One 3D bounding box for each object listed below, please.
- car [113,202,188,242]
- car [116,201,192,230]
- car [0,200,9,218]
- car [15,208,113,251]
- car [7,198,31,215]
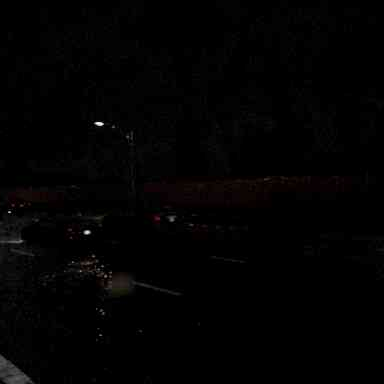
[{"bbox_3d":[-2.478,1.280,16.193,4.553,1.767,2.097,-1,1,42],"label":"car"},{"bbox_3d":[-2.497,1.373,20.889,5.008,1.535,1.882,-1,1,42],"label":"car"},{"bbox_3d":[-19.217,1.689,31.032,4.674,1.442,1.812,-1,1,42],"label":"car"},{"bbox_3d":[-5.591,1.569,14.281,4.181,1.385,1.994,-1,1,42],"label":"car"},{"bbox_3d":[-19.005,1.480,35.516,4.553,1.767,2.097,-1,1,42],"label":"car"}]
